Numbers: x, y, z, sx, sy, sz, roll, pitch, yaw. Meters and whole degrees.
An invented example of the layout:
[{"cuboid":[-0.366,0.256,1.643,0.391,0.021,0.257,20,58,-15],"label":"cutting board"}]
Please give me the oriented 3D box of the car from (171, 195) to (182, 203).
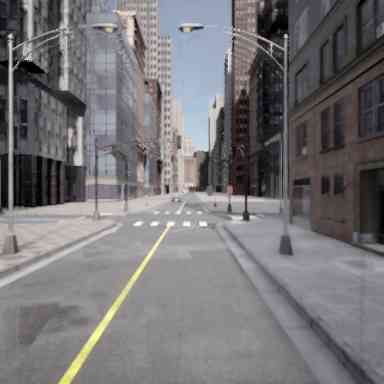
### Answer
[{"cuboid":[-2.964,1.372,64.390,2.128,1.511,4.902,0,1,0],"label":"car"}]
